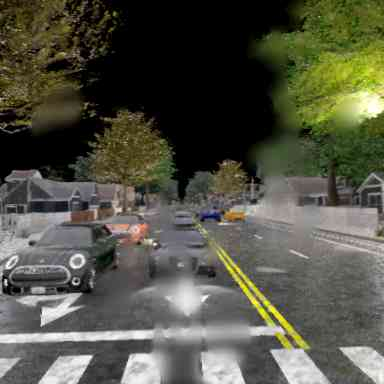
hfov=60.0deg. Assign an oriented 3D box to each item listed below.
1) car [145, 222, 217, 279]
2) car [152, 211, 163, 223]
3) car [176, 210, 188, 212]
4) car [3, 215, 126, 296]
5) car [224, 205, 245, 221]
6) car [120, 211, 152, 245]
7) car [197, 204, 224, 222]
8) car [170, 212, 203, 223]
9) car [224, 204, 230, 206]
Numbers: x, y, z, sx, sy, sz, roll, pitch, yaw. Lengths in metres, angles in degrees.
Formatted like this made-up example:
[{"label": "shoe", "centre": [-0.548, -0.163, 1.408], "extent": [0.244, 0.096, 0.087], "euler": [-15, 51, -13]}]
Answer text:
[{"label": "car", "centre": [-0.306, 1.969, 11.396], "extent": [1.994, 1.385, 4.181], "euler": [-1, -2, -2]}, {"label": "car", "centre": [-4.403, 2.895, 38.032], "extent": [1.812, 1.442, 4.674], "euler": [-1, -2, -2]}, {"label": "car", "centre": [-1.059, 2.705, 34.796], "extent": [1.837, 1.490, 4.892], "euler": [-1, -1, -2]}, {"label": "car", "centre": [-3.581, 1.765, 9.980], "extent": [2.097, 1.767, 4.553], "euler": [-1, -2, 0]}, {"label": "car", "centre": [5.341, 2.799, 41.543], "extent": [1.882, 1.535, 5.008], "euler": [-1, -2, -2]}, {"label": "car", "centre": [-3.825, 2.092, 19.571], "extent": [2.097, 1.767, 4.553], "euler": [-1, -2, -2]}, {"label": "car", "centre": [2.184, 2.552, 40.400], "extent": [2.150, 2.045, 5.566], "euler": [-1, -3, -2]}, {"label": "car", "centre": [-0.653, 2.311, 21.861], "extent": [2.033, 1.411, 5.357], "euler": [-1, -2, -3]}, {"label": "car", "centre": [4.953, 2.900, 52.017], "extent": [2.150, 2.045, 5.566], "euler": [-1, -2, -2]}]
